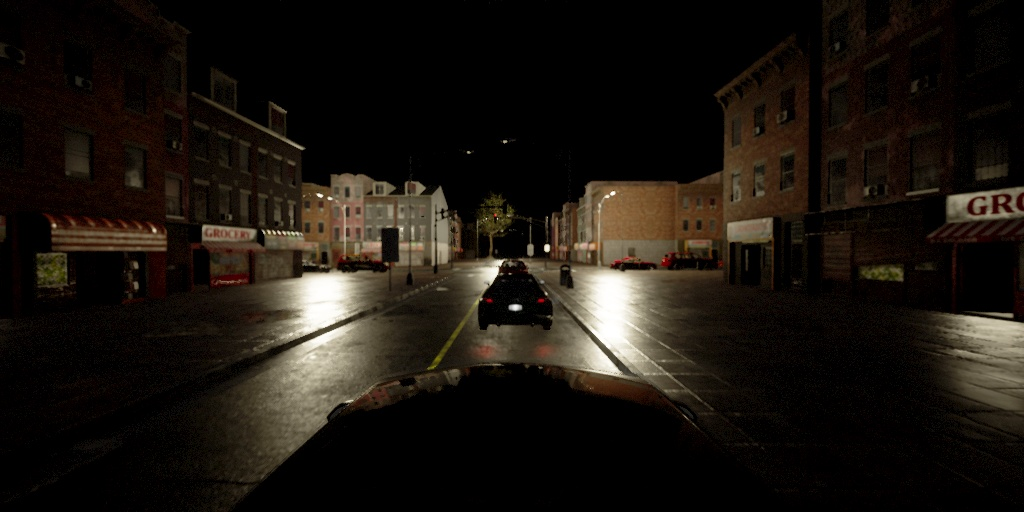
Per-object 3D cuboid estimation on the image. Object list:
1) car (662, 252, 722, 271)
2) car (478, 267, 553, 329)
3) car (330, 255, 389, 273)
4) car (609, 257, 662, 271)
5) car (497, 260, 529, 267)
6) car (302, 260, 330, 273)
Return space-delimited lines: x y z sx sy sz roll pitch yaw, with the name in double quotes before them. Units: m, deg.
"car" 17.329 0.552 35.284 5.009 1.841 2.192 0 0 0
"car" 0.085 1.206 10.801 1.994 1.385 4.181 0 1 0
"car" -14.513 0.784 35.178 5.009 1.841 2.192 0 0 0
"car" 11.896 0.820 35.266 4.507 1.381 1.888 0 0 0
"car" 0.068 0.982 23.124 1.882 1.535 5.008 0 1 0
"car" -19.939 1.077 35.160 4.313 1.339 1.948 0 0 0
